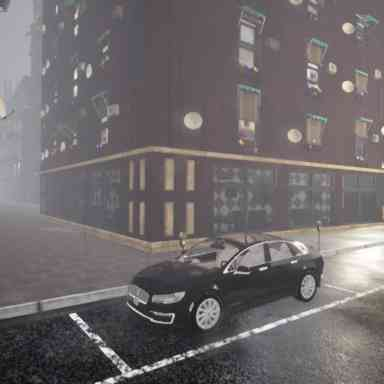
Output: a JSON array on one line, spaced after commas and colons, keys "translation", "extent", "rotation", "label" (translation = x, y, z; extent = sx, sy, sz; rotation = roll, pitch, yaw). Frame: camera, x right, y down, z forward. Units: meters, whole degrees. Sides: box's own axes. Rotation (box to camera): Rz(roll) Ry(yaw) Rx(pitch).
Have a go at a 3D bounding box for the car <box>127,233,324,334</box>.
[{"translation": [0.871, 1.551, 6.669], "extent": [4.403, 1.369, 2.008], "rotation": [0, 1, -35], "label": "car"}]
